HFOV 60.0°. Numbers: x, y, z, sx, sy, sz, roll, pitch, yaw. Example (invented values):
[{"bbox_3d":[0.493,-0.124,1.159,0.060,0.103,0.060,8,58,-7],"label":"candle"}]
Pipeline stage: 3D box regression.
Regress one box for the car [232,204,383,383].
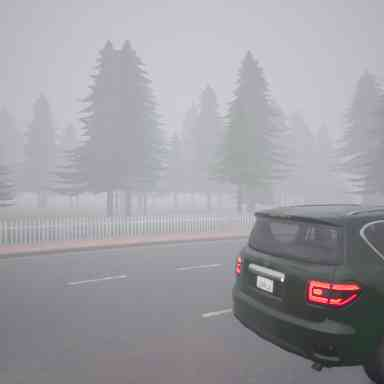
[{"bbox_3d":[3.277,1.222,5.331,5.566,2.045,2.150,0,0,-27],"label":"car"}]
